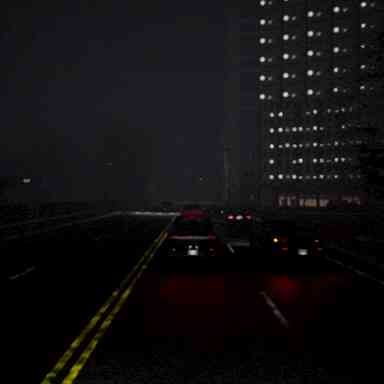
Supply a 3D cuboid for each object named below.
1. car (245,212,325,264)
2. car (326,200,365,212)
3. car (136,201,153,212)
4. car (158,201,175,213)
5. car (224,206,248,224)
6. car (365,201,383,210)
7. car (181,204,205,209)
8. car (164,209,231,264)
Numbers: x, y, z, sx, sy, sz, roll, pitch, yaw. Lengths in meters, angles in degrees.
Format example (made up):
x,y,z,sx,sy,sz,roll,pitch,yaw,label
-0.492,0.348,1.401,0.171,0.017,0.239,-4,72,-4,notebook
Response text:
x,y,z,sx,sy,sz,roll,pitch,yaw,label
3.299,1.641,12.138,1.812,1.442,4.674,0,-1,1,car
23.033,2.149,50.616,5.009,1.841,2.192,0,1,20,car
-6.499,2.004,46.231,2.033,1.411,5.357,0,-1,1,car
-3.281,1.952,43.432,1.812,1.442,4.674,0,-1,1,car
3.286,1.788,25.169,2.033,1.411,5.357,0,-1,0,car
31.069,2.280,56.066,4.403,1.369,2.008,0,1,20,car
0.066,1.751,28.505,1.882,1.535,5.008,0,0,0,car
0.051,1.608,12.308,2.128,1.511,4.902,0,0,1,car
